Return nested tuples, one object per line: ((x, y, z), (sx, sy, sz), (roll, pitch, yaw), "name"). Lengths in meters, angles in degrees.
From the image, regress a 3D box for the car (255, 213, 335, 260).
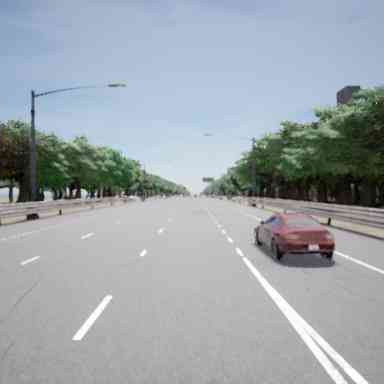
((3.579, 1.484, 12.186), (1.812, 1.442, 4.674), (0, 0, -1), "car")
